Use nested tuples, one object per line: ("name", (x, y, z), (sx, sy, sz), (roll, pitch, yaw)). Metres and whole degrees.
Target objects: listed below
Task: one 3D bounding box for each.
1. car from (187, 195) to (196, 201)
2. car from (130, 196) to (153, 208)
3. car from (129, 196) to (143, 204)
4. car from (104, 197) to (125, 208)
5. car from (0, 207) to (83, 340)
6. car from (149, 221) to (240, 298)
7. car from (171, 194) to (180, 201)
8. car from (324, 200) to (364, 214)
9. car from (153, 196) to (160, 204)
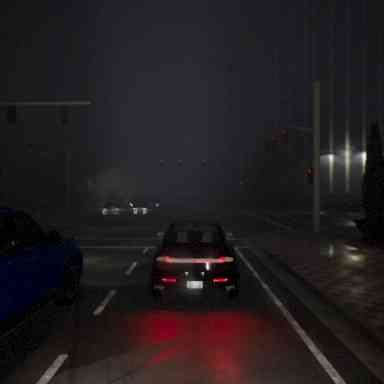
("car", (-0.134, 1.357, 75.563), (1.837, 1.490, 4.892), (0, 0, 0))
("car", (-7.165, 1.518, 47.271), (1.994, 1.385, 4.181), (0, 0, 0))
("car", (-10.648, 1.504, 63.995), (1.994, 1.385, 4.181), (0, 0, 0))
("car", (-10.833, 1.433, 46.734), (1.882, 1.535, 5.008), (0, 0, 3))
("car", (-3.451, 1.217, 4.885), (2.150, 2.045, 5.566), (0, 0, 1))
("car", (0.078, 1.483, 8.517), (2.128, 1.511, 4.902), (0, 0, 1))
("car", (-3.635, 1.267, 76.097), (1.812, 1.442, 4.674), (0, 0, 0))
("car", (16.100, 1.531, 34.956), (4.181, 1.385, 1.994), (0, 0, -1))
("car", (-7.157, 1.418, 62.887), (1.882, 1.535, 5.008), (0, 0, 0))
